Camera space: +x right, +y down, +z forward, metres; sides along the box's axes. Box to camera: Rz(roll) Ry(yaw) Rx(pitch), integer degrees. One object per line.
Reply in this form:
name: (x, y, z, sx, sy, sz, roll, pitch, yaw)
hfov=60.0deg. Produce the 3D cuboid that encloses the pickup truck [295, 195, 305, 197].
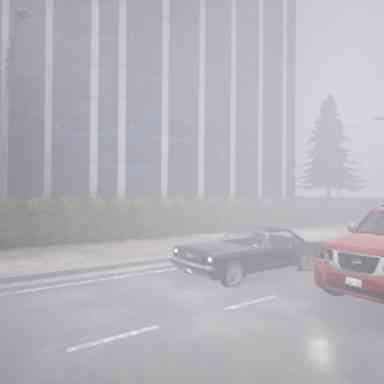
pickup truck: (24.413, 1.713, 75.095, 2.390, 2.098, 6.274, 1, 0, -6)

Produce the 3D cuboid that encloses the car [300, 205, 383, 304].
car: (5.223, 1.306, 7.753, 5.566, 2.045, 2.150, 0, 0, -36)

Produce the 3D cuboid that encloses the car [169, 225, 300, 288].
car: (1.735, 1.672, 9.557, 4.718, 1.301, 1.895, 1, 0, -36)
